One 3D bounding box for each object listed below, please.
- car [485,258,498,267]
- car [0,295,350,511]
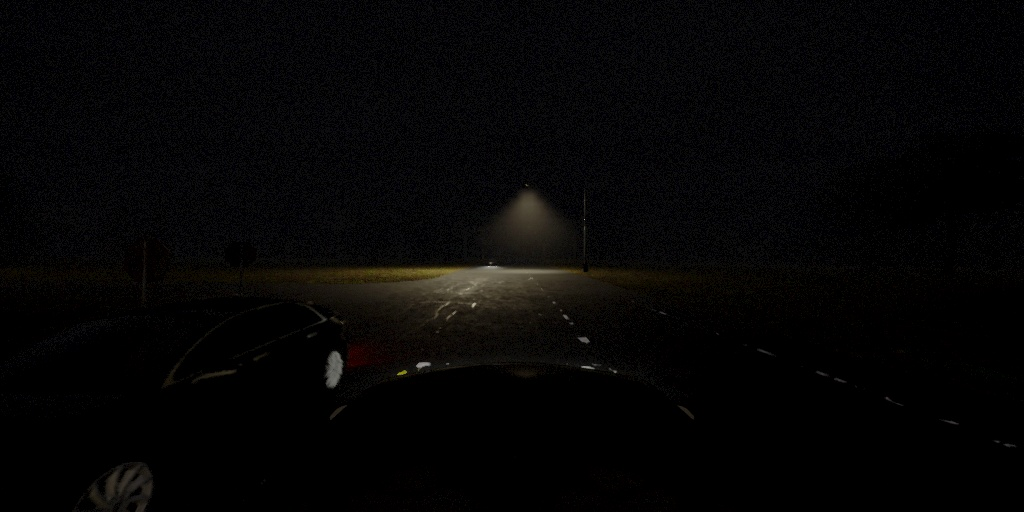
[{"bbox_3d":[-3.609,1.085,63.629,2.128,1.511,4.902,0,0,0],"label":"car"},{"bbox_3d":[-3.496,1.263,3.821,1.837,1.490,4.892,0,0,0],"label":"car"}]
